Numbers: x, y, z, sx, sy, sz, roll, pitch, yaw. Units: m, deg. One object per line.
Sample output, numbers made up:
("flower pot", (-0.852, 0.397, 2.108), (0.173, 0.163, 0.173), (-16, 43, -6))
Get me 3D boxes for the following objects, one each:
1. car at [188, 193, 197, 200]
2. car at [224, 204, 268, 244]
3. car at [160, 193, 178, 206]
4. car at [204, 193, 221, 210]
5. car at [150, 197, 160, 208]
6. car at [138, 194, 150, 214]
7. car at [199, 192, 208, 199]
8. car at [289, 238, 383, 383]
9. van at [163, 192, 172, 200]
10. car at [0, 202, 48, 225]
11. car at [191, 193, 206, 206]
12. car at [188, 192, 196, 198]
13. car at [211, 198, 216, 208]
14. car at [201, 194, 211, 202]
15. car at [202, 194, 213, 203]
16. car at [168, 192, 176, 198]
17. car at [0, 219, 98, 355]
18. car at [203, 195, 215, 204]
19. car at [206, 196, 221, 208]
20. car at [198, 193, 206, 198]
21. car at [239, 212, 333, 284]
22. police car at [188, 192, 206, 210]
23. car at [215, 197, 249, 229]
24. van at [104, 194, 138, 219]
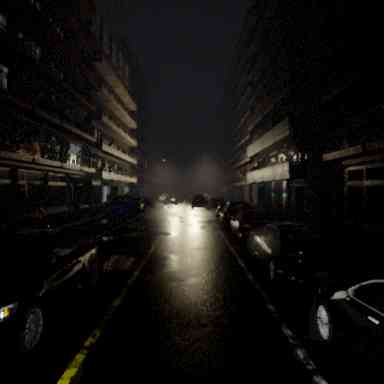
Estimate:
("car", (0.071, 0.924, 72.497), (1.882, 1.535, 5.008), (0, 0, 0))
("car", (2.705, 1.433, 14.794), (1.887, 1.381, 4.507), (0, 0, 0))
("car", (-3.040, 1.236, 47.822), (2.033, 1.411, 5.357), (0, 0, 0))
("car", (2.725, 1.183, 37.435), (1.967, 1.590, 4.097), (0, 0, 0))
("car", (-5.650, 1.258, 43.129), (1.887, 1.381, 4.507), (0, 0, 0))
("car", (-5.660, 1.091, 31.804), (2.192, 1.841, 5.009), (0, 0, 0))
("car", (2.767, 0.845, 82.729), (2.192, 1.841, 5.009), (0, 0, 0))
("car", (2.694, 1.524, 3.469), (2.008, 1.369, 4.403), (0, 0, 0))
("van", (-5.619, 0.892, 77.100), (1.690, 1.788, 3.998), (0, 0, 0))
("car", (-5.681, 1.246, 9.158), (2.192, 1.841, 5.009), (0, 0, 0))
("car", (0.948, 1.033, 49.034), (2.097, 1.767, 4.553), (0, 0, 0))
("car", (0.088, 0.884, 90.190), (2.128, 1.511, 4.902), (0, 0, 0))
("car", (2.715, 1.391, 26.117), (1.802, 1.307, 4.206), (0, 0, 0))
("car", (2.752, 1.122, 65.917), (1.752, 1.417, 4.829), (0, 0, 0))
("car", (2.747, 1.169, 60.089), (1.887, 1.381, 4.507), (0, 0, 0))
("car", (-5.602, 0.933, 94.086), (1.967, 1.590, 4.097), (0, 0, 0))
("car", (-3.081, 1.479, 6.133), (1.812, 1.442, 4.674), (0, 0, 0))
("car", (2.742, 1.199, 54.423), (1.887, 1.381, 4.507), (0, 0, 0))
("car", (2.731, 1.238, 43.268), (1.752, 1.417, 4.829), (0, 0, 0))
("car", (2.779, 1.044, 94.054), (2.008, 1.369, 4.403), (0, 0, 0))
("car", (2.700, 1.482, 9.131), (2.008, 1.369, 4.403), (0, 0, 0))
("police car", (0.839, 1.160, 39.154), (1.930, 1.638, 5.238), (0, 0, -2))
("car", (2.710, 1.288, 20.453), (1.967, 1.590, 4.097), (0, 0, 0))
("van", (-5.665, 1.150, 26.145), (1.690, 1.788, 3.998), (0, 0, 0))
